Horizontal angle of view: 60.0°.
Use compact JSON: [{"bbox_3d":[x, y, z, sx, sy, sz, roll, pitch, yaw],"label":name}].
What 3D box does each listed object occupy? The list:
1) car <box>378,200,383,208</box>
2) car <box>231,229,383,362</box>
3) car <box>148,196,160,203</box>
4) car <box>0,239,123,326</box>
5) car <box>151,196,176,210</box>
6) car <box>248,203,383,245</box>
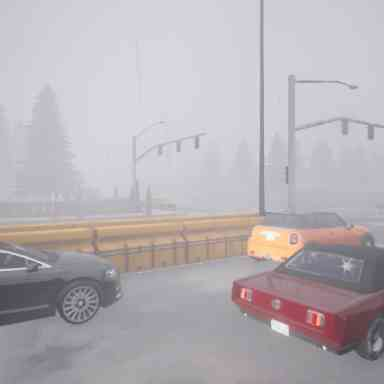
[{"bbox_3d":[26.667,1.547,44.579,5.357,1.411,2.033,0,0,-36],"label":"car"},{"bbox_3d":[3.034,1.601,5.919,4.718,1.301,1.895,0,0,-36],"label":"car"},{"bbox_3d":[-8.038,1.514,70.183,2.033,1.411,5.357,0,0,-2],"label":"car"},{"bbox_3d":[-3.592,1.492,5.476,4.902,1.511,2.128,0,0,-36],"label":"car"},{"bbox_3d":[-3.984,1.478,43.460,1.882,1.535,5.008,0,0,-36],"label":"car"},{"bbox_3d":[4.008,1.351,10.919,4.553,1.767,2.097,0,0,-36],"label":"car"}]
